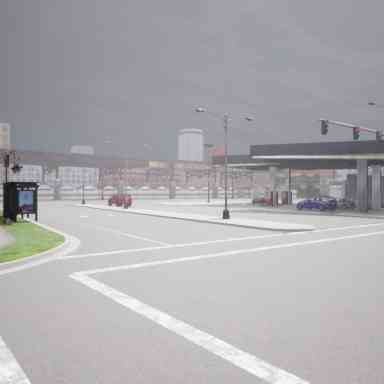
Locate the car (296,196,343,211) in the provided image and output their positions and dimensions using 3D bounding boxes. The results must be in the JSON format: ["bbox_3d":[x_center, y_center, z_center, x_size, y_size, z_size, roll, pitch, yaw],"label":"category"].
[{"bbox_3d":[14.295,1.295,38.309,2.242,1.667,4.611,0,0,-35],"label":"car"}]

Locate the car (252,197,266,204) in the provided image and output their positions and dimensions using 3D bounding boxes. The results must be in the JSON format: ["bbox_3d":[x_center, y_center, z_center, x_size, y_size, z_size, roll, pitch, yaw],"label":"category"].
[{"bbox_3d":[12.595,1.601,61.367,1.895,1.301,4.718,0,0,29],"label":"car"}]

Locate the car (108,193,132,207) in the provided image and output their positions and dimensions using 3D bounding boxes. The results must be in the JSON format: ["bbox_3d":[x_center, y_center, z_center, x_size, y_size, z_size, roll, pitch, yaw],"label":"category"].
[{"bbox_3d":[-11.275,1.221,52.029,2.150,2.045,5.566,0,0,-35],"label":"car"}]

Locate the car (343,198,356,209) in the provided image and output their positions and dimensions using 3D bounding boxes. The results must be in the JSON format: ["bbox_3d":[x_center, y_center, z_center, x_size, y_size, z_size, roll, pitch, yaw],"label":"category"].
[{"bbox_3d":[18.569,1.456,42.223,1.970,1.475,3.806,0,0,-35],"label":"car"}]
